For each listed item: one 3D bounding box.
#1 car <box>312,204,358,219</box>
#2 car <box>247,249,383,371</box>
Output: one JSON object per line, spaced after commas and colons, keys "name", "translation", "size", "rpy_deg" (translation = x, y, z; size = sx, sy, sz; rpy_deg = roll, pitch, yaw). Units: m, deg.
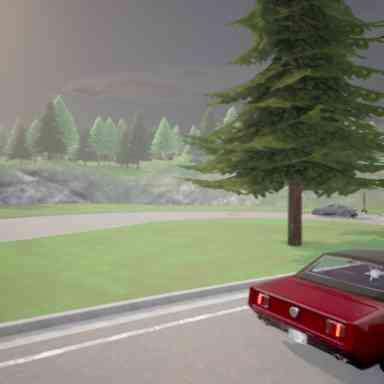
{"name": "car", "translation": [13.984, 1.799, 32.634], "size": [4.181, 1.385, 1.994], "rpy_deg": [0, -1, 39]}
{"name": "car", "translation": [3.307, 1.647, 5.541], "size": [4.718, 1.301, 1.895], "rpy_deg": [1, 0, -31]}
